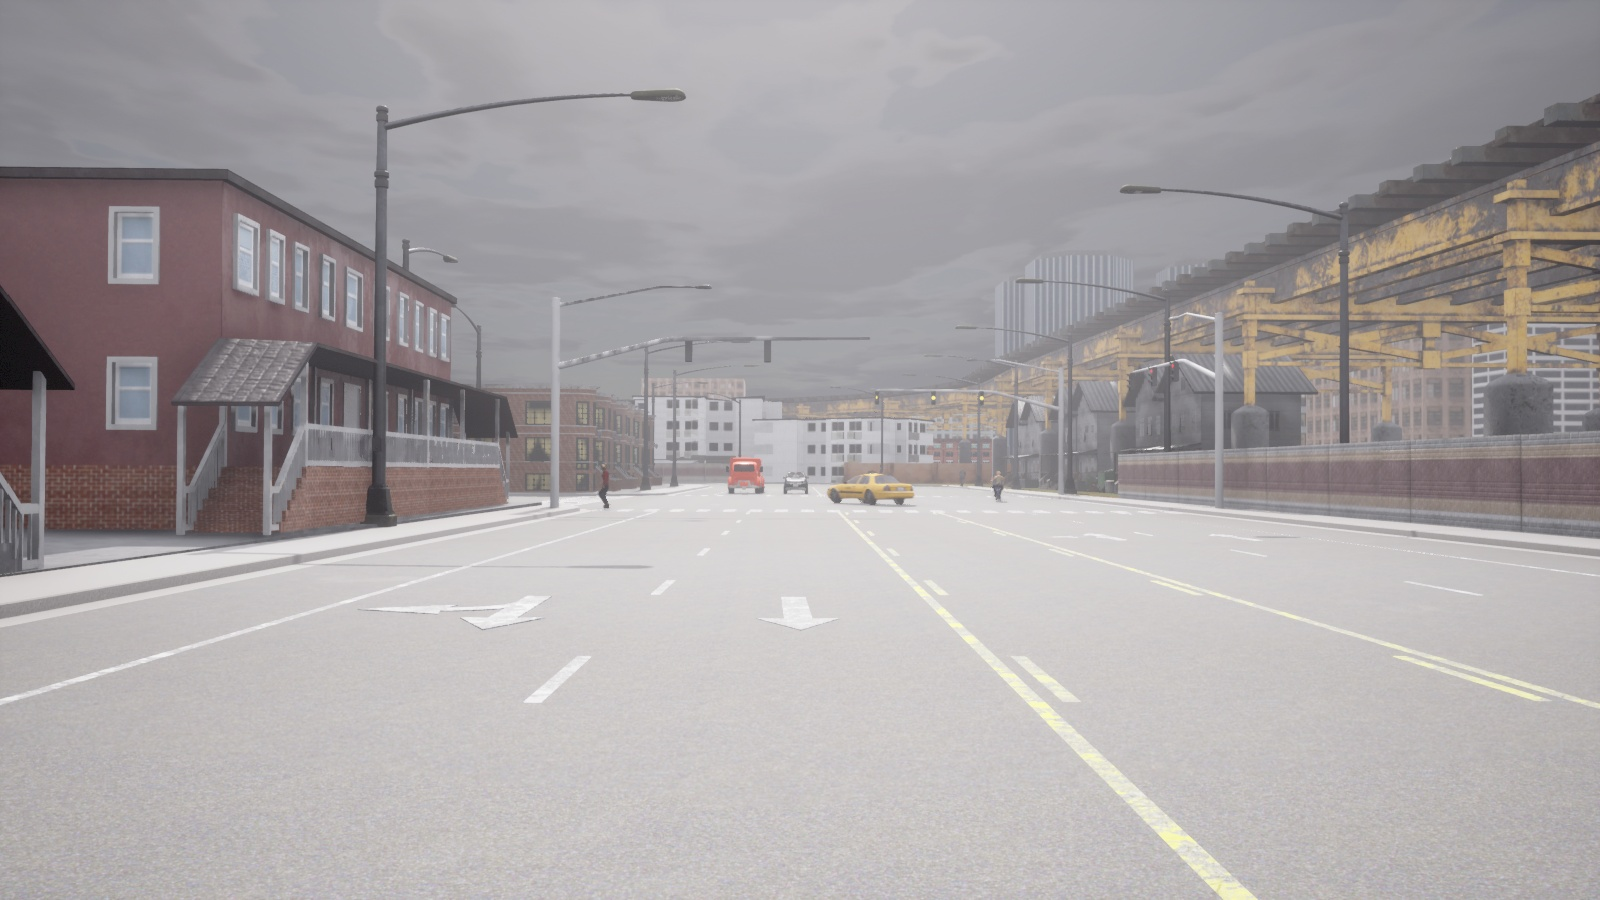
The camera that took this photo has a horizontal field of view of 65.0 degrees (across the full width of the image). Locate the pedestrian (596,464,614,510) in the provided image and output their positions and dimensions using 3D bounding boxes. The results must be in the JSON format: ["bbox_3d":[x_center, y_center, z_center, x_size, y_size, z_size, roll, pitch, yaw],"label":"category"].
[{"bbox_3d":[-7.733,1.465,49.825,0.636,1.846,0.331,0,-1,8],"label":"pedestrian"}]

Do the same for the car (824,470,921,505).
[{"bbox_3d":[3.313,1.727,58.887,1.801,1.575,5.366,0,-1,-31],"label":"car"}]

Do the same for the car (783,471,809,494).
[{"bbox_3d":[-0.259,2.240,86.340,1.789,1.549,3.705,0,-1,0],"label":"car"}]

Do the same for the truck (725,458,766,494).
[{"bbox_3d":[-3.769,1.805,87.320,2.627,2.467,5.204,0,-1,0],"label":"truck"}]
